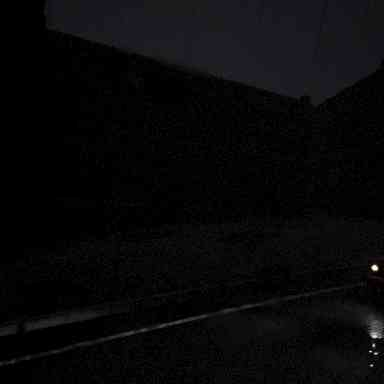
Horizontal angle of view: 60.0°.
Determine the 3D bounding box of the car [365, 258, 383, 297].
[{"bbox_3d":[5.973,1.637,7.086,4.718,1.301,1.895,0,-1,-26],"label":"car"}]
